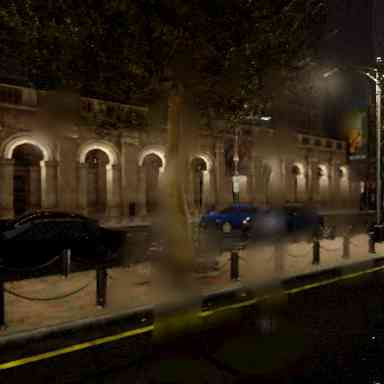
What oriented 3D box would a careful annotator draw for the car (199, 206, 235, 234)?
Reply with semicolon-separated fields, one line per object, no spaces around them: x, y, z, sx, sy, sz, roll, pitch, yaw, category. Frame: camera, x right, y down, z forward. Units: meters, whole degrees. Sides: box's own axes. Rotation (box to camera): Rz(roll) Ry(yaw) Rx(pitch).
2.712;1.544;19.902;5.008;1.535;1.882;0;0;-35;car

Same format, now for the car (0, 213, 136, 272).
-4.495;1.560;10.523;5.357;1.411;2.033;0;0;-35;car

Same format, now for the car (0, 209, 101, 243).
-7.227;1.615;16.823;4.718;1.301;1.895;0;0;-36;car

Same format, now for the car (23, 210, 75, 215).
-6.210;1.521;13.586;4.892;1.490;1.837;1;0;-35;car

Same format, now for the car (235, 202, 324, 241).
4.713;1.417;17.031;4.553;1.767;2.097;0;0;-35;car
